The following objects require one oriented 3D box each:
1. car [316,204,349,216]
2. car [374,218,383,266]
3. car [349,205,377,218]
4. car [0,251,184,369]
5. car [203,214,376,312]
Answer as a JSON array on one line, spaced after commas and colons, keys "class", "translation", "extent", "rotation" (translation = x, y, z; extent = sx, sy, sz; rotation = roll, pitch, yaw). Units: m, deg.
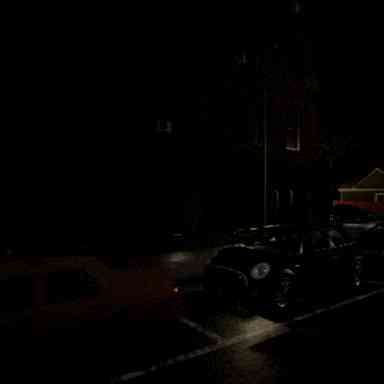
[{"class": "car", "translation": [10.324, 1.826, 28.365], "extent": [1.837, 1.490, 4.892], "rotation": [1, -1, -33]}, {"class": "car", "translation": [6.702, 1.688, 10.997], "extent": [4.206, 1.307, 1.802], "rotation": [1, 0, -36]}, {"class": "car", "translation": [13.632, 1.847, 29.308], "extent": [1.837, 1.490, 4.892], "rotation": [1, -1, -36]}, {"class": "car", "translation": [-2.406, 1.530, 4.468], "extent": [4.829, 1.417, 1.752], "rotation": [1, 0, -36]}, {"class": "car", "translation": [2.218, 1.496, 7.783], "extent": [4.097, 1.590, 1.967], "rotation": [1, 0, -36]}]
